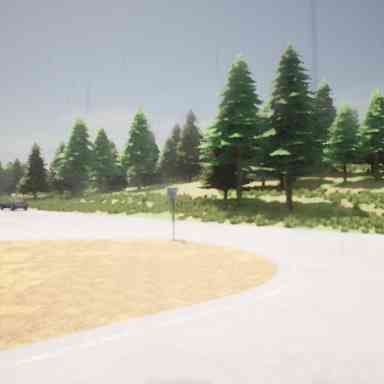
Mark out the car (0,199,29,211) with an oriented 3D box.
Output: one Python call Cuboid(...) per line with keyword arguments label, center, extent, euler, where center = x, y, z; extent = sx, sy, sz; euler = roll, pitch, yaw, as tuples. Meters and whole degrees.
Cuboid(label="car", center=(-22.389, 1.567, 41.834), extent=(4.902, 1.511, 2.128), euler=(0, 0, 39))
